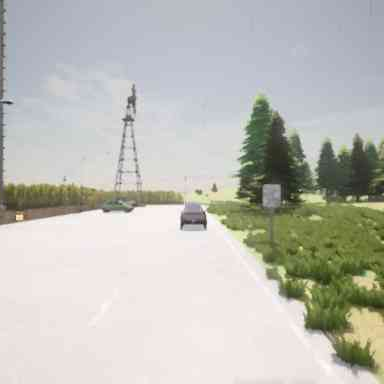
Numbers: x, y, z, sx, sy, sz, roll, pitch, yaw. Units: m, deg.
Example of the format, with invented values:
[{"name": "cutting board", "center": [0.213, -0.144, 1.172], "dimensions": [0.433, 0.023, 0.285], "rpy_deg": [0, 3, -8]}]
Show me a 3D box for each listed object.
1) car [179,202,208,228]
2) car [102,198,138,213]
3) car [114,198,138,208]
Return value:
[{"name": "car", "center": [0.098, 1.731, 24.030], "dimensions": [2.128, 1.511, 4.902], "rpy_deg": [0, -1, 0]}, {"name": "car", "center": [-9.546, 1.912, 43.166], "dimensions": [3.988, 1.617, 1.851], "rpy_deg": [0, -1, -1]}, {"name": "car", "center": [-11.902, 1.953, 60.013], "dimensions": [3.866, 1.878, 1.905], "rpy_deg": [0, -1, -31]}]
